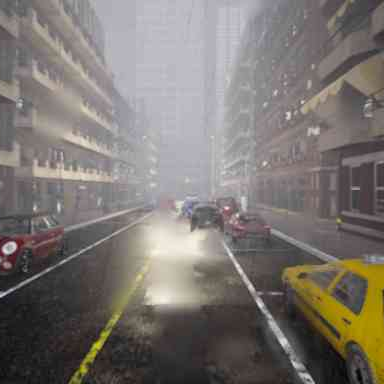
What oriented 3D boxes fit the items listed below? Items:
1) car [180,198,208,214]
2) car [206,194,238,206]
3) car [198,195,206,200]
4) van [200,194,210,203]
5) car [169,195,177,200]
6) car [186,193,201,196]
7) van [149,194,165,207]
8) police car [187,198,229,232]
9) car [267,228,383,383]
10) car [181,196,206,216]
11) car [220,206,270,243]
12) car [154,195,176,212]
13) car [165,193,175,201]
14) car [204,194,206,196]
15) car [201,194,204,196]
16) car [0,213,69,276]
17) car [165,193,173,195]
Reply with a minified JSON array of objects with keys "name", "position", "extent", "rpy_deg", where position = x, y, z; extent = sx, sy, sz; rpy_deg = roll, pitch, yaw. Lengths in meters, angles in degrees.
[{"name":"car","position":[0.278,1.469,35.768],"extent":[1.837,1.490,4.892],"rpy_deg":[0,0,15]},{"name":"car","position":[2.554,1.289,26.747],"extent":[2.192,1.841,5.009],"rpy_deg":[-1,0,0]},{"name":"car","position":[2.560,1.446,87.787],"extent":[1.887,1.381,4.507],"rpy_deg":[-1,0,0]},{"name":"van","position":[2.556,1.271,65.590],"extent":[1.690,1.788,3.998],"rpy_deg":[-1,0,0]},{"name":"car","position":[-5.320,1.439,93.317],"extent":[1.887,1.381,4.507],"rpy_deg":[-1,0,0]},{"name":"car","position":[0.002,1.165,54.429],"extent":[2.150,2.045,5.566],"rpy_deg":[0,0,0]},{"name":"van","position":[-5.325,1.291,48.924],"extent":[1.690,1.788,3.998],"rpy_deg":[-1,0,0]},{"name":"police car","position":[0.825,1.406,20.002],"extent":[1.930,1.638,5.238],"rpy_deg":[0,0,0]},{"name":"car","position":[2.556,1.521,4.721],"extent":[1.752,1.417,4.829],"rpy_deg":[-1,0,0]},{"name":"car","position":[0.225,1.448,29.690],"extent":[1.882,1.535,5.008],"rpy_deg":[0,0,-11]},{"name":"car","position":[2.557,1.567,15.649],"extent":[1.802,1.307,4.206],"rpy_deg":[-1,0,0]},{"name":"car","position":[-2.842,1.439,37.965],"extent":[1.882,1.535,5.008],"rpy_deg":[0,0,0]},{"name":"car","position":[-5.323,1.224,82.219],"extent":[2.192,1.841,5.009],"rpy_deg":[-1,0,0]},{"name":"car","position":[2.555,1.283,32.296],"extent":[2.192,1.841,5.009],"rpy_deg":[-1,0,0]},{"name":"car","position":[2.558,1.475,49.113],"extent":[1.752,1.417,4.829],"rpy_deg":[-1,0,0]},{"name":"car","position":[-5.325,1.431,10.080],"extent":[1.967,1.590,4.097],"rpy_deg":[-1,0,0]},{"name":"car","position":[-5.323,1.370,65.572],"extent":[1.967,1.590,4.097],"rpy_deg":[-1,0,0]}]
